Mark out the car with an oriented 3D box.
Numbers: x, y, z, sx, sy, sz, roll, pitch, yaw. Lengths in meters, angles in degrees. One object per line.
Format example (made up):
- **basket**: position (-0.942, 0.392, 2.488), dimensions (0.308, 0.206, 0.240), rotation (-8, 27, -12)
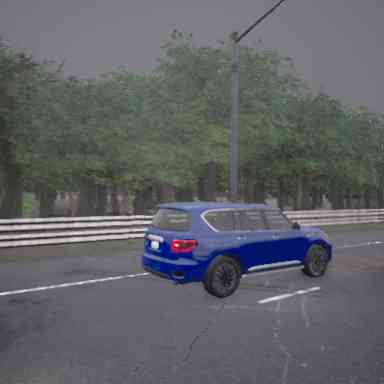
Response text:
- **car**: position (1.382, 1.306, 8.926), dimensions (5.566, 2.045, 2.150), rotation (1, -1, -35)
